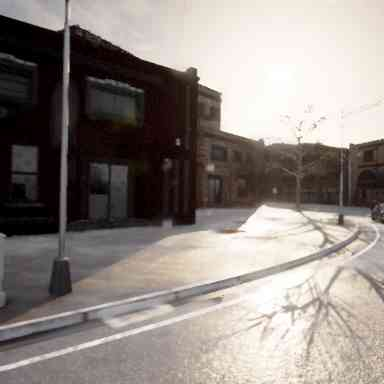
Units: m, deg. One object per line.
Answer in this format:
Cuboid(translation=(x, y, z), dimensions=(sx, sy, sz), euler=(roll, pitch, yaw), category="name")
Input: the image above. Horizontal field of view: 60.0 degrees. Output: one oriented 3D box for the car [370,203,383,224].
Cuboid(translation=(14.742, 1.568, 24.815), dimensions=(2.033, 1.411, 5.357), euler=(1, 0, 18), category="car")
